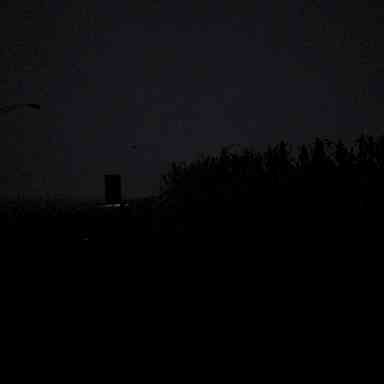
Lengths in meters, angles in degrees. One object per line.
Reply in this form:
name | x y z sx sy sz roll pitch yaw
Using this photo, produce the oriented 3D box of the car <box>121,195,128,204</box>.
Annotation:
car | -11.229 1.160 52.393 2.033 1.411 5.357 -1 1 -4
